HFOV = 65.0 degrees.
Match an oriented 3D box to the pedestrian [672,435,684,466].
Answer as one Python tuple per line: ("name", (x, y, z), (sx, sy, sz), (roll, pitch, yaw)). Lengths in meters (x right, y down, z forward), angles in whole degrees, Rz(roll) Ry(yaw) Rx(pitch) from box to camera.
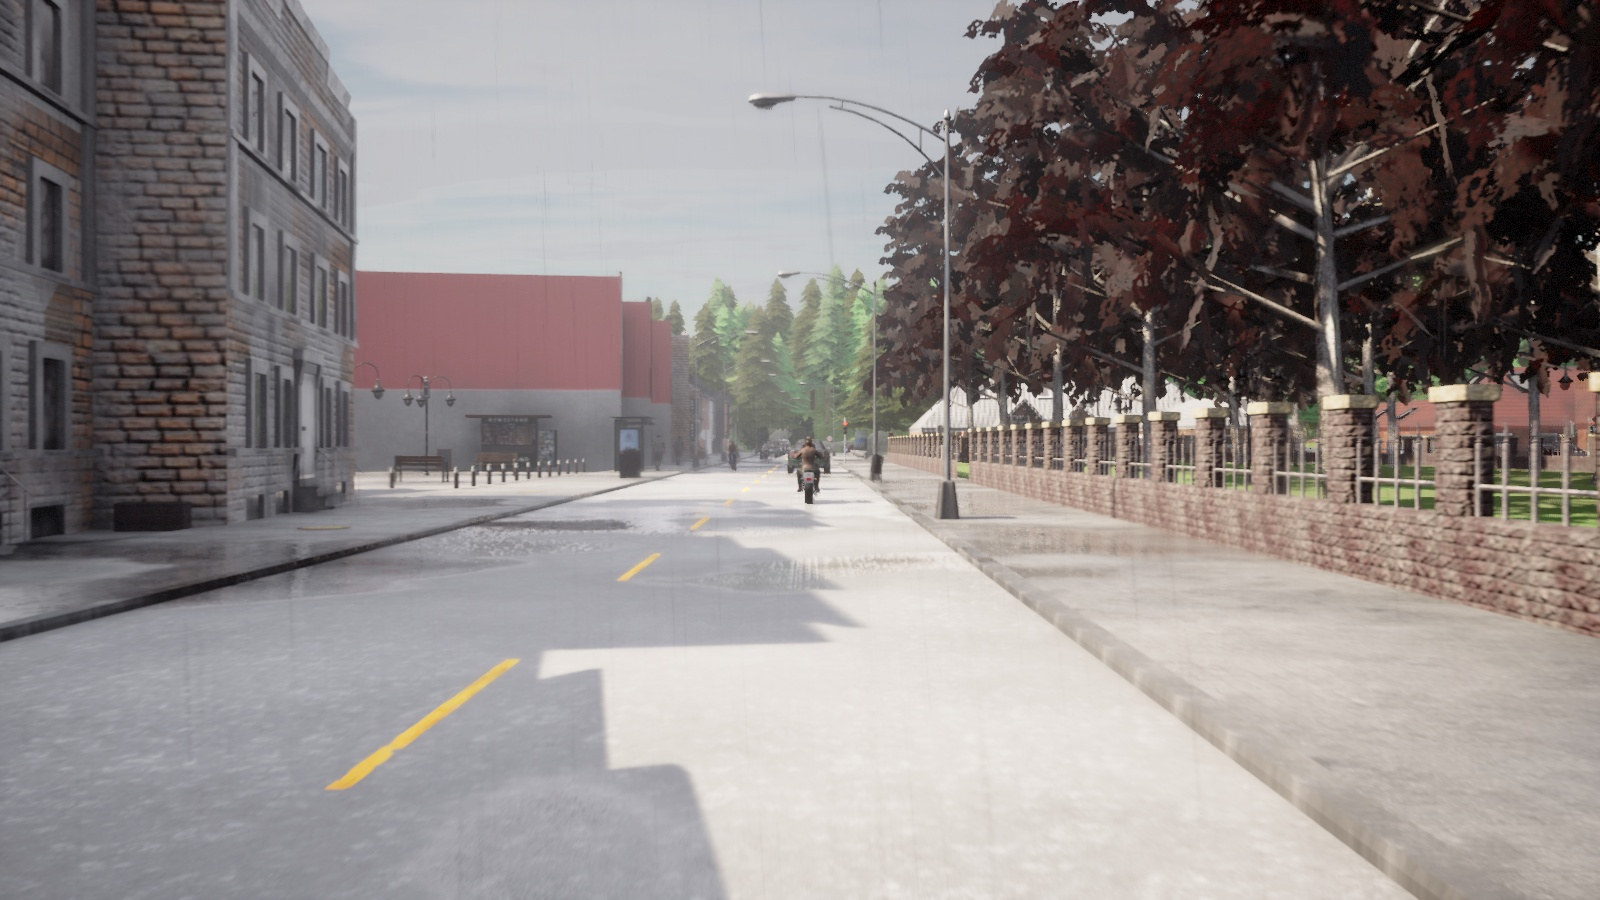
("pedestrian", (-7.660, 0.005, 78.909), (0.659, 1.952, 0.873), (0, 0, 1))

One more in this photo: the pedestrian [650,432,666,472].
("pedestrian", (-7.071, 0.095, 62.536), (0.659, 1.952, 0.873), (0, 0, -18))

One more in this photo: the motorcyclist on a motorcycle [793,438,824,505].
("motorcyclist on a motorcycle", (0.210, 0.518, 31.790), (0.766, 1.649, 2.350), (0, 0, 0))

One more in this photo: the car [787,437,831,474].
("car", (0.429, 0.253, 62.466), (2.097, 1.767, 4.553), (0, 0, 0))

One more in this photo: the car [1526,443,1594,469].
("car", (45.787, 0.336, 75.714), (1.789, 1.549, 3.705), (0, 0, -1))
